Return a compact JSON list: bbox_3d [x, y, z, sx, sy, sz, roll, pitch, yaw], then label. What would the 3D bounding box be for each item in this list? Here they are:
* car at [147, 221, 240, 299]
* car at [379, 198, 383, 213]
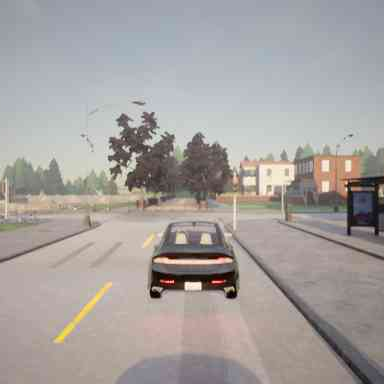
[{"bbox_3d":[0.047,1.490,8.436,2.128,1.511,4.902,0,0,1],"label":"car"},{"bbox_3d":[18.435,1.347,33.333,4.553,1.767,2.097,0,0,0],"label":"car"}]
